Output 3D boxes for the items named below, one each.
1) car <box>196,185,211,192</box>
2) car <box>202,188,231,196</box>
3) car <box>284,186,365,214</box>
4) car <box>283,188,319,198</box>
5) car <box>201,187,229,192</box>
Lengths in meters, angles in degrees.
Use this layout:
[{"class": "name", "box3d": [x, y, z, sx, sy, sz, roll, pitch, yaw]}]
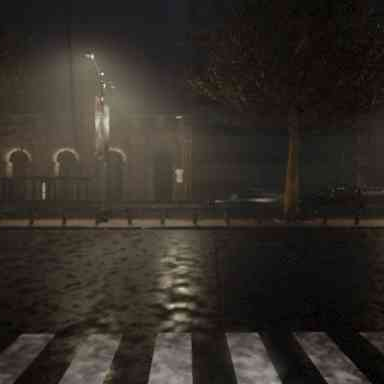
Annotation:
[{"class": "car", "box3d": [3.166, -0.844, 74.916, 5.566, 2.045, 2.435, 0, 1, -1]}, {"class": "car", "box3d": [4.161, 0.052, 56.442, 4.718, 1.301, 1.895, 0, 1, -1]}, {"class": "car", "box3d": [10.351, 0.581, 25.667, 5.566, 2.045, 2.150, 0, 1, -1]}, {"class": "car", "box3d": [16.009, 0.098, 49.063, 4.674, 1.452, 2.002, 0, 1, -1]}, {"class": "car", "box3d": [3.848, 0.292, 44.841, 4.786, 1.482, 2.161, 0, 1, -1]}]
